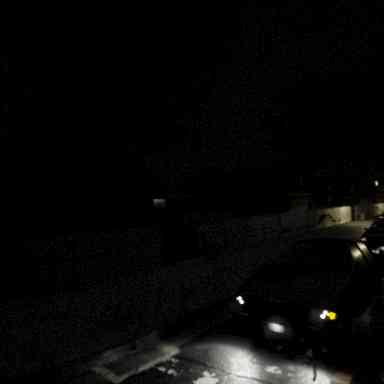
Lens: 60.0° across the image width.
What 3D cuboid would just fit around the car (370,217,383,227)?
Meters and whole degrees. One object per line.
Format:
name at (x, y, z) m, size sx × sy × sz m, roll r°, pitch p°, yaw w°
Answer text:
car at (9.189, 1.838, 15.189) m, size 2.033 × 1.411 × 5.357 m, roll -3°, pitch -3°, yaw 38°

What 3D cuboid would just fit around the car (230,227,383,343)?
car at (2.926, 1.735, 7.242) m, size 2.033 × 1.411 × 5.357 m, roll -3°, pitch -3°, yaw 38°
